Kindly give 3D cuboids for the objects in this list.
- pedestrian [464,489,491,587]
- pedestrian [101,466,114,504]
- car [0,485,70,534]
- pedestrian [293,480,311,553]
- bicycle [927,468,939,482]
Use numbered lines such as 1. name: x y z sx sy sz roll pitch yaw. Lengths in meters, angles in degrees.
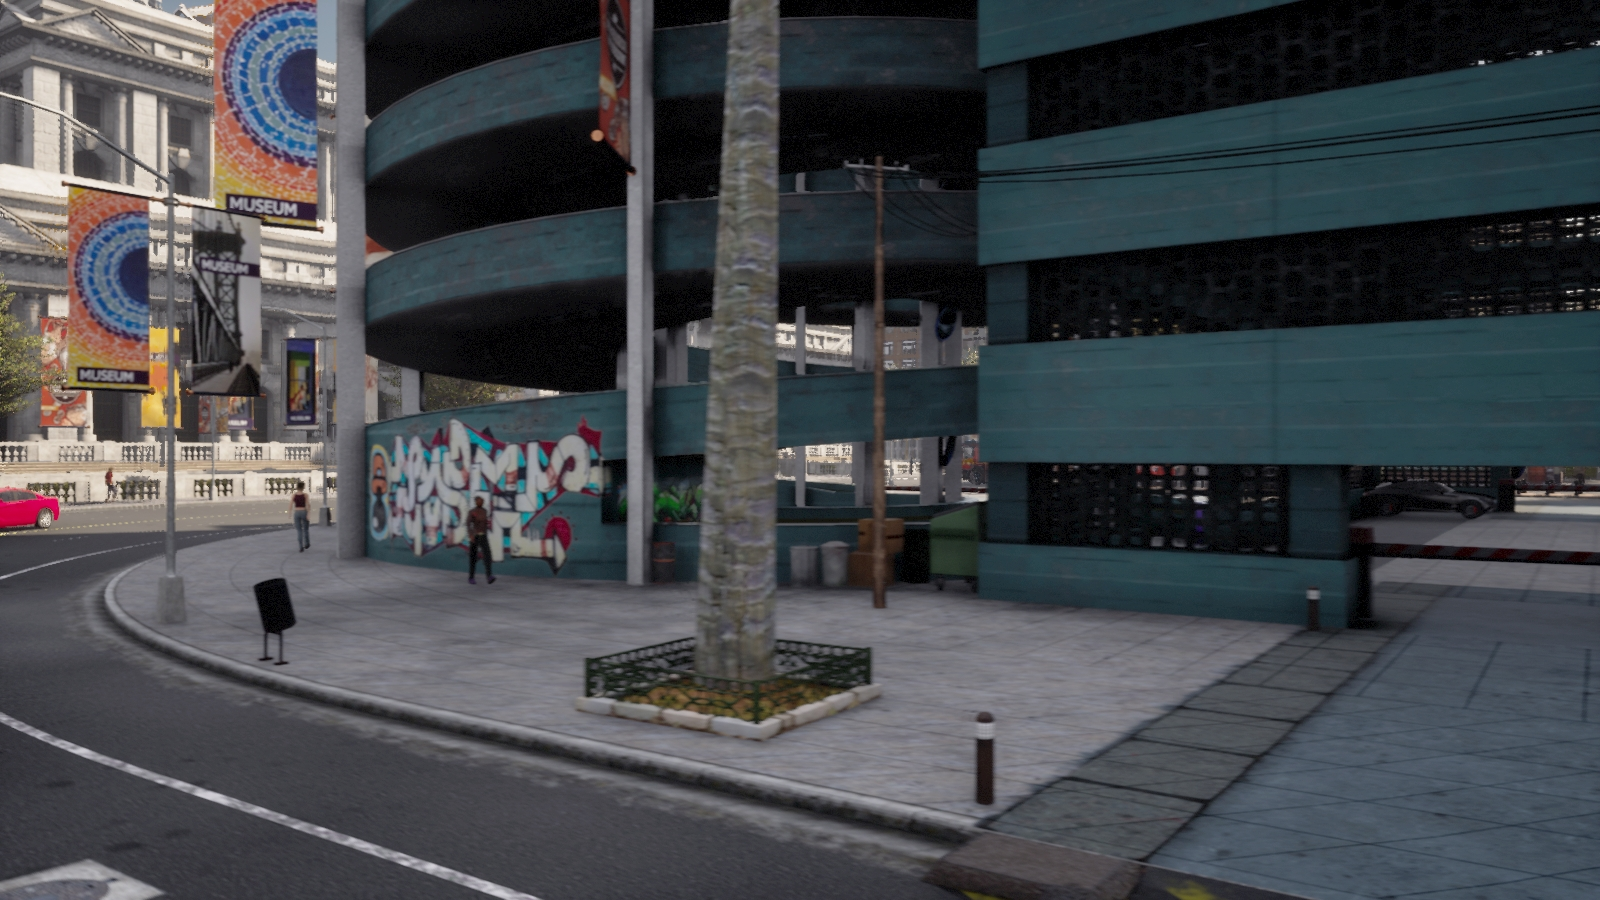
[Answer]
1. pedestrian: -6.280 1.699 22.241 0.375 1.860 0.375 0 0 -39
2. pedestrian: -33.831 1.707 55.817 0.375 1.860 0.375 0 0 24
3. car: -27.810 2.042 39.171 2.097 1.535 5.006 0 0 5
4. pedestrian: -12.839 1.701 29.441 0.375 1.860 0.375 0 0 -16
5. bicycle: 11.715 2.215 100.607 0.373 1.196 1.643 0 0 36
